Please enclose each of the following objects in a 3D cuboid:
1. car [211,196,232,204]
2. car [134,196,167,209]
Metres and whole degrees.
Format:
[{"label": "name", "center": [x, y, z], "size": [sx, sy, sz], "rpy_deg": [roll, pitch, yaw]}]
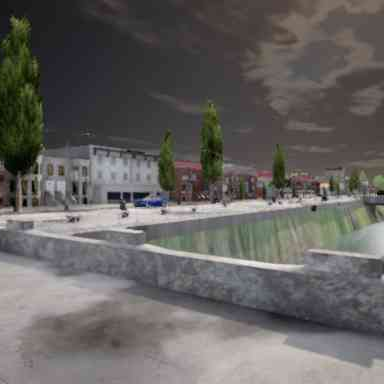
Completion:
[{"label": "car", "center": [5.036, 1.414, 56.474], "size": [1.994, 1.385, 4.181], "rpy_deg": [0, 0, 35]}, {"label": "car", "center": [-5.207, 1.295, 42.198], "size": [1.882, 1.535, 5.008], "rpy_deg": [0, 0, 35]}]
